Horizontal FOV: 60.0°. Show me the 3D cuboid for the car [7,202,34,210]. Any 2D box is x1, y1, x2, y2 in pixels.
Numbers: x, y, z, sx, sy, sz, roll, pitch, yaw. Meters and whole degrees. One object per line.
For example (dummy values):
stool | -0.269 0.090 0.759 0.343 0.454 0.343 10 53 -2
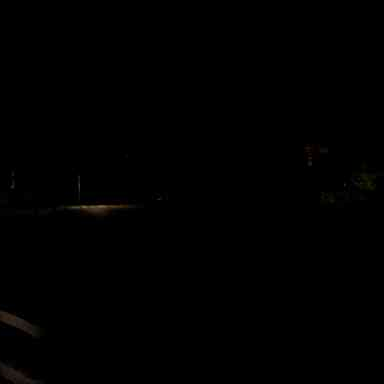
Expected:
car | -31.757 2.564 61.557 1.837 1.490 4.892 0 0 35
